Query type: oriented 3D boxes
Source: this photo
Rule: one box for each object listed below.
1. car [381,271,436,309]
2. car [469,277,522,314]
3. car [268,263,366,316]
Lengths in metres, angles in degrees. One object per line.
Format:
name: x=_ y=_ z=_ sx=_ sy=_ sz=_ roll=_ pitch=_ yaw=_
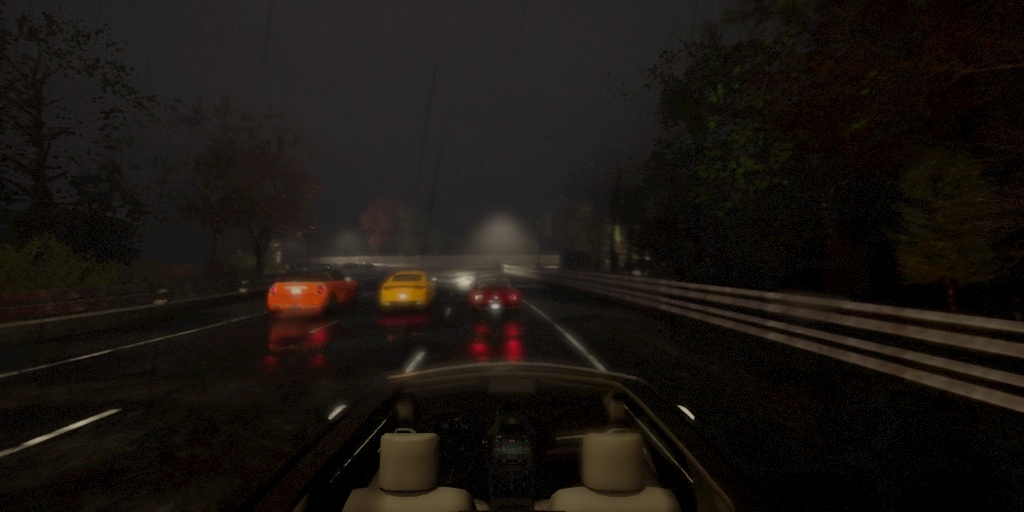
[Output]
car: x=-4.560 y=1.437 z=16.358 sx=1.882 sy=1.535 sz=5.008 roll=0 pitch=0 yaw=-8
car: x=-0.819 y=1.527 z=14.887 sx=1.895 sy=1.301 sz=4.718 roll=0 pitch=-1 yaw=-6
car: x=-7.878 y=1.304 z=14.794 sx=2.097 sy=1.767 sz=4.553 roll=0 pitch=-1 yaw=-7
